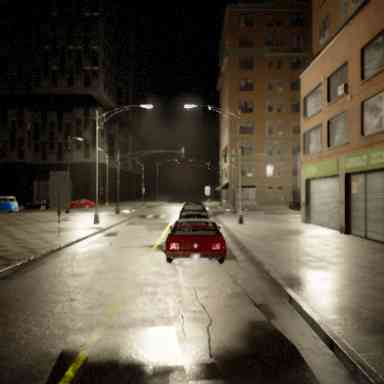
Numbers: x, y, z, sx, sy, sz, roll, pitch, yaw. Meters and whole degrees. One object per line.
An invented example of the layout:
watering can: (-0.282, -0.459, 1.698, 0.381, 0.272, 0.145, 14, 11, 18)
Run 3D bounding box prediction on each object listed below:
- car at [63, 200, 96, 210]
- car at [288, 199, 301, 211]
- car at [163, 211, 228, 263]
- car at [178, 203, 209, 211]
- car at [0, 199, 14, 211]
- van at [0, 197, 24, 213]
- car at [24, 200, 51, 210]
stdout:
car: (-14.448, 1.636, 42.886, 4.206, 1.307, 1.802, 0, 0, 0)
car: (12.124, 1.361, 34.321, 4.313, 1.339, 1.947, 0, 0, 0)
car: (0.106, 1.583, 11.809, 1.895, 1.301, 4.718, 0, 0, 0)
car: (0.110, 1.440, 21.957, 1.882, 1.535, 5.008, 0, 0, 0)
car: (-25.745, 1.685, 42.903, 4.403, 1.369, 2.008, 0, 0, 0)
van: (-20.102, 1.374, 34.370, 3.998, 1.788, 1.690, 0, 0, 0)
car: (-20.096, 1.660, 42.894, 4.313, 1.339, 1.947, 0, 0, 0)
